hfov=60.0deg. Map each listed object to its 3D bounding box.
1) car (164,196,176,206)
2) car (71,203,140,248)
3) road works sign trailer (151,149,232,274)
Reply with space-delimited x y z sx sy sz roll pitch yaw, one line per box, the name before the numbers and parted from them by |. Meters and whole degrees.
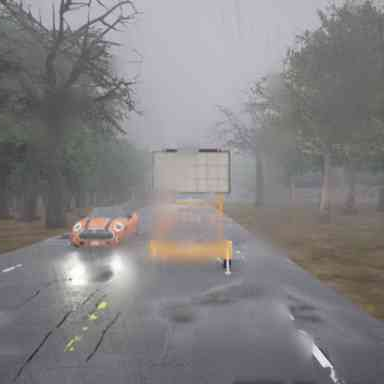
car | -3.685 1.427 55.035 2.128 1.511 4.902 0 0 0
car | -3.625 1.333 14.703 2.097 1.767 4.553 0 0 0
road works sign trailer | -0.017 0.454 10.486 2.380 3.560 2.880 0 0 0
